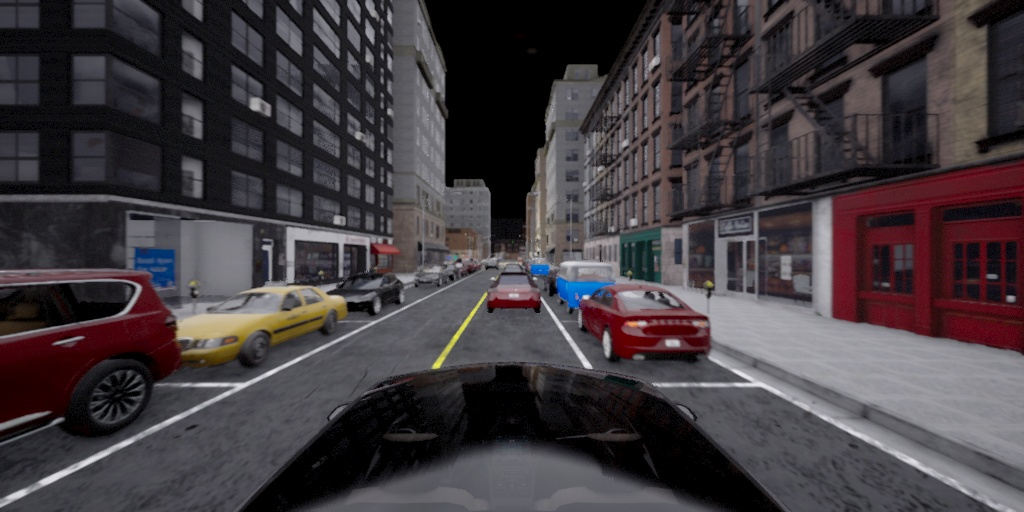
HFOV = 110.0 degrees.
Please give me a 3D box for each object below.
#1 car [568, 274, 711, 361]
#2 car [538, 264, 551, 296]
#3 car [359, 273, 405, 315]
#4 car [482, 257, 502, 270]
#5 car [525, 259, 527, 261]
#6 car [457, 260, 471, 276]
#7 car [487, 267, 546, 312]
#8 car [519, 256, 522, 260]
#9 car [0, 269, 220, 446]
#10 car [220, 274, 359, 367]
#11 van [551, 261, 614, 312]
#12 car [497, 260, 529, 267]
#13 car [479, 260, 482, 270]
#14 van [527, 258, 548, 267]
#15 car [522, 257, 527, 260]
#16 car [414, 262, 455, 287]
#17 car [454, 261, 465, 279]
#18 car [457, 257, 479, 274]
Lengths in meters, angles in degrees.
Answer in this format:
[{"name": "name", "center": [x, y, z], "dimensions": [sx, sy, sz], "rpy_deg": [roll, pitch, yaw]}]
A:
[{"name": "car", "center": [2.641, 1.295, 8.117], "dimensions": [1.888, 1.381, 4.507], "rpy_deg": [0, 0, 0]}, {"name": "car", "center": [2.644, 1.314, 18.937], "dimensions": [1.948, 1.339, 4.313], "rpy_deg": [0, 0, 0]}, {"name": "car", "center": [-5.383, 1.315, 13.530], "dimensions": [1.948, 1.339, 4.313], "rpy_deg": [0, 0, 0]}, {"name": "car", "center": [-2.813, 1.242, 50.621], "dimensions": [1.837, 1.490, 4.892], "rpy_deg": [0, 0, 0]}, {"name": "car", "center": [2.652, 1.267, 40.745], "dimensions": [1.751, 1.417, 4.829], "rpy_deg": [0, 0, 0]}, {"name": "car", "center": [-5.375, 1.325, 35.168], "dimensions": [1.802, 1.307, 4.207], "rpy_deg": [0, 0, 0]}, {"name": "car", "center": [0.079, 1.313, 14.235], "dimensions": [1.994, 1.385, 4.181], "rpy_deg": [0, 0, 0]}, {"name": "car", "center": [2.771, 1.089, 60.876], "dimensions": [2.097, 1.767, 4.553], "rpy_deg": [0, 0, 0]}, {"name": "car", "center": [-5.386, 1.065, 2.711], "dimensions": [2.192, 1.841, 5.009], "rpy_deg": [0, 0, 0]}, {"name": "car", "center": [-5.385, 1.275, 7.950], "dimensions": [1.751, 1.417, 4.829], "rpy_deg": [0, 0, 0]}, {"name": "van", "center": [2.642, 1.090, 13.528], "dimensions": [1.690, 1.789, 3.998], "rpy_deg": [0, 0, 0]}, {"name": "car", "center": [0.085, 1.308, 29.480], "dimensions": [1.994, 1.385, 4.181], "rpy_deg": [0, 0, 0]}, {"name": "car", "center": [-5.371, 1.180, 45.987], "dimensions": [1.967, 1.591, 4.097], "rpy_deg": [0, 0, 0]}, {"name": "van", "center": [2.650, 1.084, 35.165], "dimensions": [1.690, 1.789, 3.998], "rpy_deg": [0, 0, 0]}, {"name": "car", "center": [2.654, 1.180, 45.984], "dimensions": [1.967, 1.591, 4.097], "rpy_deg": [0, 0, 0]}, {"name": "car", "center": [-5.379, 1.297, 24.349], "dimensions": [2.007, 1.370, 4.403], "rpy_deg": [0, 0, 0]}, {"name": "car", "center": [-5.377, 1.310, 29.758], "dimensions": [1.948, 1.339, 4.313], "rpy_deg": [0, 0, 0]}, {"name": "car", "center": [-5.373, 1.056, 40.577], "dimensions": [2.192, 1.841, 5.009], "rpy_deg": [0, 0, 0]}]
